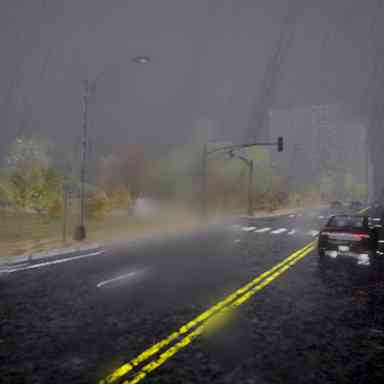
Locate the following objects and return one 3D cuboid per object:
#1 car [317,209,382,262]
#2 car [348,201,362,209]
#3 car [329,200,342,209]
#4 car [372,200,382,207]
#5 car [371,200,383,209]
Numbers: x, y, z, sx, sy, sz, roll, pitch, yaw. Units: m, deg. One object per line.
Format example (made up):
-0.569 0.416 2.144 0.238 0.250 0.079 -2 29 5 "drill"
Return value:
6.164 1.643 12.918 2.128 1.511 4.902 0 0 30 "car"
29.956 2.398 61.001 1.837 1.490 4.892 0 0 30 "car"
27.103 2.380 62.552 1.837 1.490 4.892 0 0 30 "car"
41.167 2.611 74.007 1.812 1.442 4.674 0 -1 30 "car"
36.174 2.551 65.300 1.812 1.442 4.674 0 -1 30 "car"
